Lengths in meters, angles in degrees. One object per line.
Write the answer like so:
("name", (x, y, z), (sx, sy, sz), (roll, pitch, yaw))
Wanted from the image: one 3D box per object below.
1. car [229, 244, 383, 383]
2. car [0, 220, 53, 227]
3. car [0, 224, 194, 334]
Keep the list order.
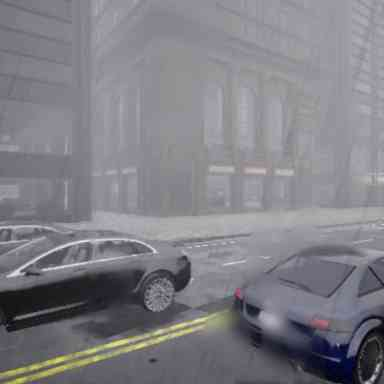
("car", (2.608, 1.560, 5.301), (4.181, 1.385, 1.994), (0, 0, -36))
("car", (-4.812, 1.490, 8.236), (4.902, 1.511, 2.128), (0, 0, -35))
("car", (-2.266, 1.490, 6.060), (4.902, 1.511, 2.128), (0, 0, -35))
